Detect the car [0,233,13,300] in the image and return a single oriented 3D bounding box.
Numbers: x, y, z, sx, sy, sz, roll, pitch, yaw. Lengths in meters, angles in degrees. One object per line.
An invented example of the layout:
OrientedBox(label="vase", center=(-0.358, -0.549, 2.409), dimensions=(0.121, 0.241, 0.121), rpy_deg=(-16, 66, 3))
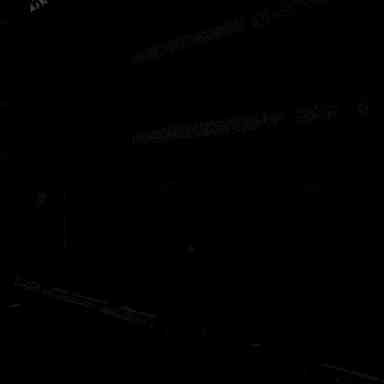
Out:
OrientedBox(label="car", center=(-5.740, 1.368, 6.964), dimensions=(5.009, 1.841, 2.192), rpy_deg=(0, 0, 35))
